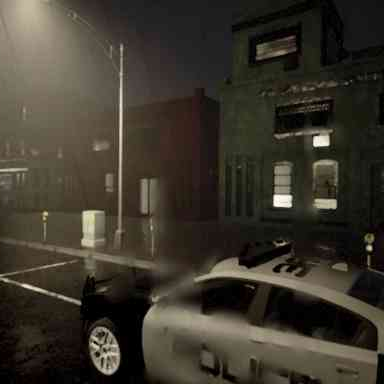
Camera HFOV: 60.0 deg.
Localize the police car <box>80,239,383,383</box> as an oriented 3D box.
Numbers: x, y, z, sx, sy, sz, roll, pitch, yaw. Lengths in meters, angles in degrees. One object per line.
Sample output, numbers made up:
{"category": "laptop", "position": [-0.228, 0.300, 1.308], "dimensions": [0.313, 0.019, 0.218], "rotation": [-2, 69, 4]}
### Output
{"category": "police car", "position": [0.707, 1.419, 3.843], "dimensions": [5.238, 1.638, 1.930], "rotation": [0, 0, 35]}
